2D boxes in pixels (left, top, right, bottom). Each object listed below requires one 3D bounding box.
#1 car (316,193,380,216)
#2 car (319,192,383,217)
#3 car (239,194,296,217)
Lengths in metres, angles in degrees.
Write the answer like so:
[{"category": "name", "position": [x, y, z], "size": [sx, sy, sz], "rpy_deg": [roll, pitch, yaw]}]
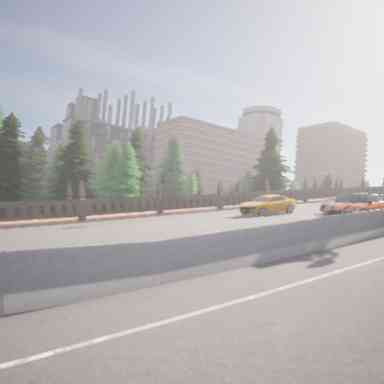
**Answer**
[{"category": "car", "position": [12.043, 0.867, 25.486], "size": [5.357, 1.411, 2.033], "rpy_deg": [-2, 1, -35]}, {"category": "car", "position": [9.750, 0.844, 19.550], "size": [4.553, 1.767, 2.097], "rpy_deg": [-2, 1, -35]}, {"category": "car", "position": [5.788, 0.966, 25.322], "size": [5.008, 1.535, 1.882], "rpy_deg": [-2, 1, -35]}]
